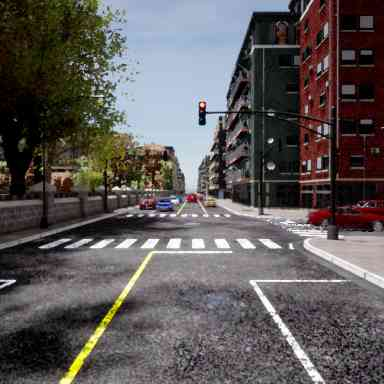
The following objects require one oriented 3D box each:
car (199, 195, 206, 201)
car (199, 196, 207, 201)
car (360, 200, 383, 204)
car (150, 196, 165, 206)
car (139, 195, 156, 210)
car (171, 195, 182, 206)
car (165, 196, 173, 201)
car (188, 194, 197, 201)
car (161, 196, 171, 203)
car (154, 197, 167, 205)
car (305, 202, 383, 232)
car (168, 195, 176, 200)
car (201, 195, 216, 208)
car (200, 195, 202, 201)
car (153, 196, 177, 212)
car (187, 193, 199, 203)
[{"bbox_3d":[2.761,1.593,88.171,1.887,1.381,4.507,0,0,0],"label":"car"},{"bbox_3d":[2.757,1.587,82.636,1.887,1.381,4.507,0,0,0],"label":"car"},{"bbox_3d":[14.639,1.591,27.306,5.009,1.841,2.192,1,-1,0],"label":"car"},{"bbox_3d":[-5.647,1.457,54.966,1.967,1.590,4.097,0,0,0],"label":"car"},{"bbox_3d":[-5.656,1.324,43.896,2.192,1.841,5.009,0,0,0],"label":"car"},{"bbox_3d":[-3.047,1.542,53.381,1.812,1.442,4.674,0,0,0],"label":"car"},{"bbox_3d":[-5.623,1.624,82.642,1.802,1.307,4.206,0,0,0],"label":"car"},{"bbox_3d":[0.068,1.306,79.598,2.097,1.767,4.553,0,0,0],"label":"car"},{"bbox_3d":[-5.632,1.613,71.571,1.802,1.307,4.206,0,0,0],"label":"car"},{"bbox_3d":[-5.642,1.566,60.502,1.887,1.381,4.507,0,0,0],"label":"car"},{"bbox_3d":[10.013,1.688,21.688,5.008,1.535,1.882,1,1,4],"label":"car"},{"bbox_3d":[-5.614,1.580,93.542,1.752,1.417,4.829,0,0,0],"label":"car"},{"bbox_3d":[2.730,1.538,49.595,1.752,1.417,4.829,0,0,0],"label":"car"},{"bbox_3d":[2.734,1.562,54.960,1.887,1.381,4.507,0,0,0],"label":"car"},{"bbox_3d":[-3.067,1.532,38.338,1.812,1.442,4.674,0,0,0],"label":"car"},{"bbox_3d":[0.060,1.251,69.238,2.150,2.045,5.566,0,0,0],"label":"car"}]
